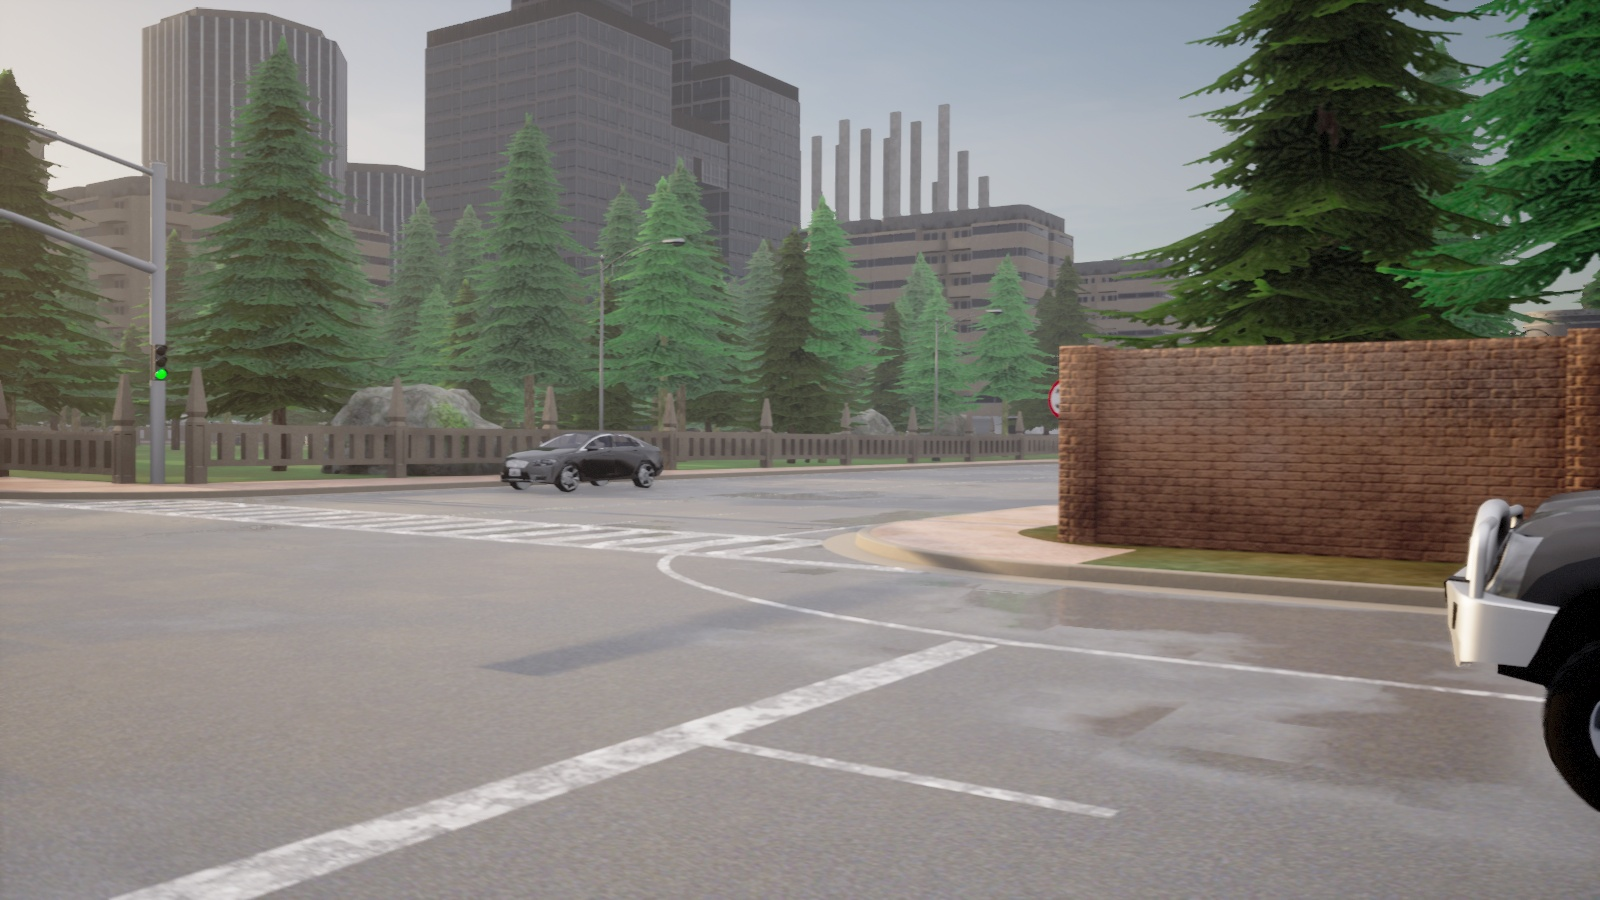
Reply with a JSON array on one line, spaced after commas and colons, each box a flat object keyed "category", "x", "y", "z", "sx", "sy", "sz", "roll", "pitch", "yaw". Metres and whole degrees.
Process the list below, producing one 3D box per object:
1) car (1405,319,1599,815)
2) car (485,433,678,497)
[{"category": "car", "x": 4.892, "y": 0.441, "z": 4.571, "sx": 4.605, "sy": 1.855, "sz": 1.932, "roll": 1, "pitch": 1, "yaw": 34}, {"category": "car", "x": -5.539, "y": 0.330, "z": 32.457, "sx": 2.128, "sy": 1.511, "sz": 4.902, "roll": 0, "pitch": 1, "yaw": 33}]
